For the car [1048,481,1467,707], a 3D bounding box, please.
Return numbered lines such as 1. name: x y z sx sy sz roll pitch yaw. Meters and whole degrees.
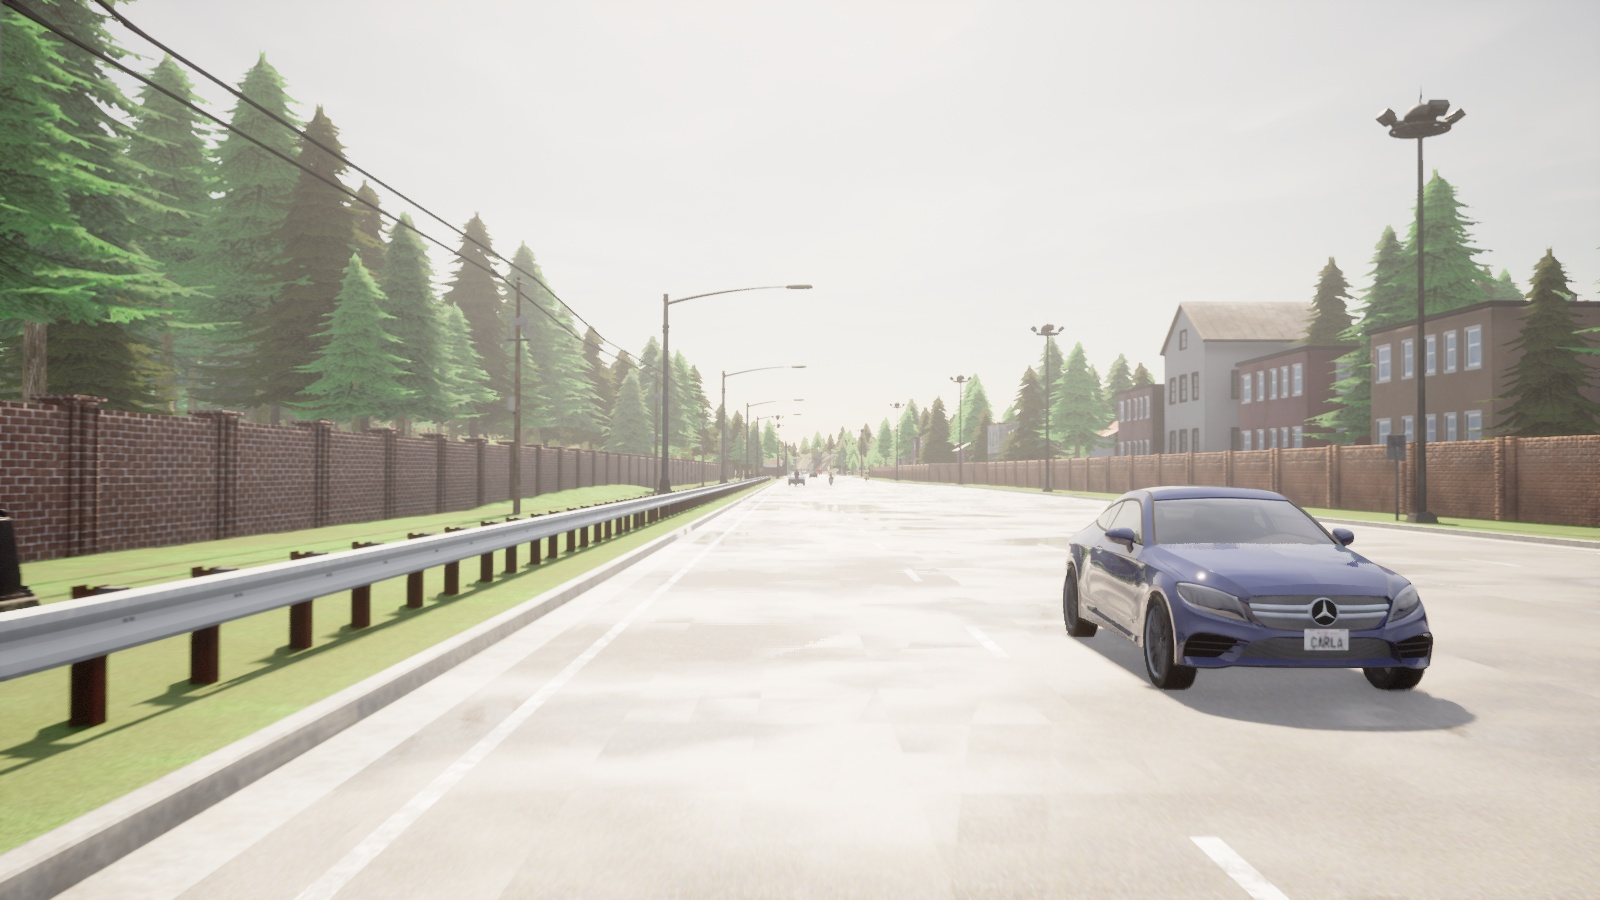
1. car: 3.473 1.004 10.611 1.812 1.442 4.674 0 -1 0
